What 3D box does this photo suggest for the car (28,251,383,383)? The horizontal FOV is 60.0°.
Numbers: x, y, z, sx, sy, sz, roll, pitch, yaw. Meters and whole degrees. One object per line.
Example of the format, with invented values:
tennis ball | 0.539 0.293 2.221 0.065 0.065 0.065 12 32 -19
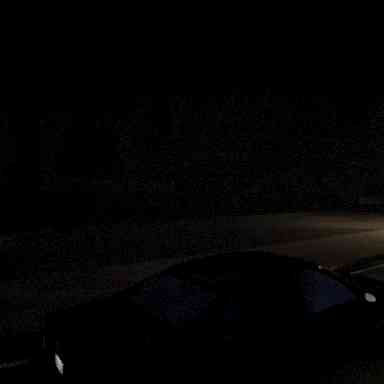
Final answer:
car | 0.880 1.547 4.375 5.357 1.411 2.033 0 0 -36
